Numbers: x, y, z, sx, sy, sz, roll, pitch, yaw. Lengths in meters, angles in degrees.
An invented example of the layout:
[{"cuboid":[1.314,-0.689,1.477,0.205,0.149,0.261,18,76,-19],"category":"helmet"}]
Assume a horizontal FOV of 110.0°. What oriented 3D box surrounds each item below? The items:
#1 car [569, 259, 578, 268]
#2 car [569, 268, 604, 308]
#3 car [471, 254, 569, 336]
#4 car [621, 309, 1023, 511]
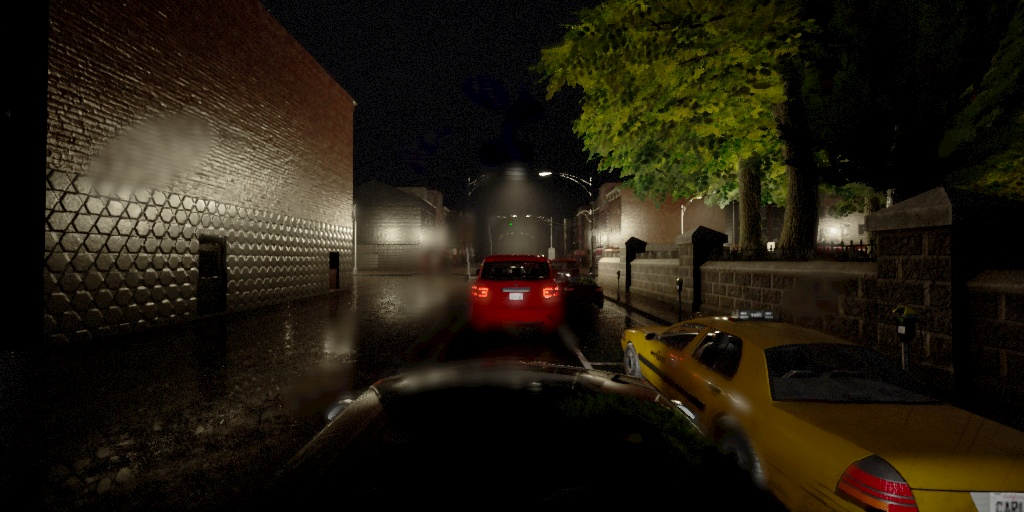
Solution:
[{"cuboid":[2.630,1.076,20.366,2.192,1.841,5.009,0,0,0],"category":"car"},{"cuboid":[2.632,1.338,14.917,1.802,1.307,4.207,0,0,0],"category":"car"},{"cuboid":[0.096,0.974,10.504,2.150,2.045,5.566,0,0,0],"category":"car"},{"cuboid":[2.637,1.276,4.189,1.751,1.417,4.829,0,0,0],"category":"car"}]
